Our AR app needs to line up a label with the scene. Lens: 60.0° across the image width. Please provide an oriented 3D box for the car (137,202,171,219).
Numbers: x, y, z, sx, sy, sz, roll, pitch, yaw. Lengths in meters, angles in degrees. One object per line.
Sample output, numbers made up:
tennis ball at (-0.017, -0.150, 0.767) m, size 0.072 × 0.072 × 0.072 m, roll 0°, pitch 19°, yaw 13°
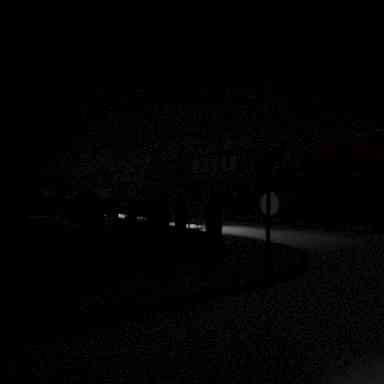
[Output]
car at (-3.646, 1.667, 29.585) m, size 2.128 × 1.511 × 4.902 m, roll 1°, pitch 0°, yaw -35°

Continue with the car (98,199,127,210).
car at (-11.544, 1.776, 47.916) m, size 2.033 × 1.411 × 5.357 m, roll 1°, pitch -1°, yaw -37°

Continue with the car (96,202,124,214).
car at (-9.441, 1.740, 37.737) m, size 1.994 × 1.385 × 4.181 m, roll 1°, pitch -1°, yaw -35°
